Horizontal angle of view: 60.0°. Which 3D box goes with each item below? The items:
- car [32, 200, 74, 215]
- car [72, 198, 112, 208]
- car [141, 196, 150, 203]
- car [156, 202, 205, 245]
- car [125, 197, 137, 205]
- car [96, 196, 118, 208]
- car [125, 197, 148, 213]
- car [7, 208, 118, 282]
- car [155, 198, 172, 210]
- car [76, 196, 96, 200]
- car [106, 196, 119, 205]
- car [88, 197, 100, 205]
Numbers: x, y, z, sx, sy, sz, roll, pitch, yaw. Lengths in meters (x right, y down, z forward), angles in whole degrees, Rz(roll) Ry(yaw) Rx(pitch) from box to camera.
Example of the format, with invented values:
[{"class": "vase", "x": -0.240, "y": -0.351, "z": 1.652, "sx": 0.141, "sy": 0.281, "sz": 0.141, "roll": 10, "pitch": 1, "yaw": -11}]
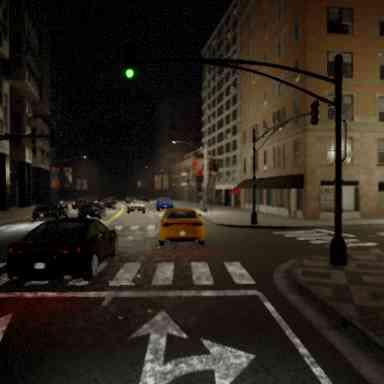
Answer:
[{"class": "car", "x": -11.643, "y": 1.494, "z": 27.716, "sx": 2.128, "sy": 1.511, "sz": 4.902, "roll": 0, "pitch": 0, "yaw": -5}, {"class": "car", "x": -8.484, "y": 1.545, "z": 28.667, "sx": 2.033, "sy": 1.411, "sz": 5.357, "roll": 0, "pitch": 0, "yaw": -7}, {"class": "car", "x": -9.897, "y": 1.532, "z": 68.521, "sx": 1.812, "sy": 1.442, "sz": 4.674, "roll": 0, "pitch": 0, "yaw": -15}, {"class": "car", "x": -0.536, "y": 1.469, "z": 15.547, "sx": 1.882, "sy": 1.535, "sz": 5.008, "roll": 0, "pitch": 0, "yaw": -4}, {"class": "car", "x": -11.049, "y": 1.607, "z": 60.249, "sx": 1.895, "sy": 1.301, "sz": 4.718, "roll": 0, "pitch": 0, "yaw": -14}, {"class": "car", "x": -10.455, "y": 1.547, "z": 41.640, "sx": 2.033, "sy": 1.411, "sz": 5.357, "roll": 0, "pitch": 0, "yaw": -10}, {"class": "car", "x": -6.119, "y": 1.592, "z": 36.649, "sx": 1.895, "sy": 1.301, "sz": 4.718, "roll": 0, "pitch": 0, "yaw": -9}, {"class": "car", "x": -3.476, "y": 1.476, "z": 9.845, "sx": 1.882, "sy": 1.535, "sz": 5.008, "roll": 0, "pitch": 0, "yaw": -2}, {"class": "car", "x": -3.406, "y": 1.463, "z": 40.097, "sx": 1.882, "sy": 1.535, "sz": 5.008, "roll": 0, "pitch": 0, "yaw": -9}, {"class": "car", "x": -13.911, "y": 1.359, "z": 42.444, "sx": 2.097, "sy": 1.767, "sz": 4.553, "roll": 0, "pitch": 0, "yaw": -10}, {"class": "car", "x": -14.714, "y": 1.511, "z": 61.409, "sx": 2.128, "sy": 1.511, "sz": 4.902, "roll": 0, "pitch": 0, "yaw": -15}, {"class": "car", "x": -17.957, "y": 1.581, "z": 60.986, "sx": 2.033, "sy": 1.411, "sz": 5.357, "roll": 0, "pitch": 0, "yaw": -15}]
